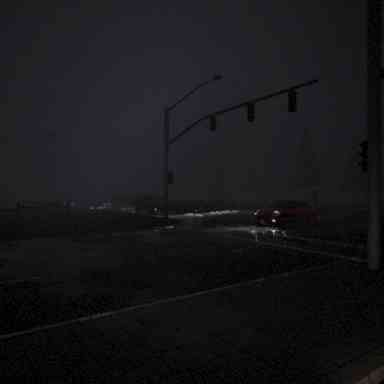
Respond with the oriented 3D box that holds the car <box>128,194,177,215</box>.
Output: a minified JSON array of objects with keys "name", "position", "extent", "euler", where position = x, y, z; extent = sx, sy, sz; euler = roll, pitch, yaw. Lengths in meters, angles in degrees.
[{"name":"car","position":[-4.221,1.226,34.797],"extent":[2.150,2.045,5.566],"euler":[0,0,-35]}]

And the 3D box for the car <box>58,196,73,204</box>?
[{"name":"car","position":[-24.322,1.447,63.868],"extent":[1.812,1.442,4.674],"euler":[0,0,-35]}]

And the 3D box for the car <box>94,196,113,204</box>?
[{"name":"car","position":[-17.891,1.498,66.881],"extent":[2.128,1.511,4.902],"euler":[0,0,-35]}]

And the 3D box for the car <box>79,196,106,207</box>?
[{"name":"car","position":[-15.139,1.529,50.512],"extent":[1.812,1.442,4.674],"euler":[0,0,-35]}]

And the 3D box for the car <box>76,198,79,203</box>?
[{"name":"car","position":[-21.446,1.585,65.863],"extent":[1.994,1.385,4.181],"euler":[0,0,-35]}]

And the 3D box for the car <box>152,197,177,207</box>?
[{"name":"car","position":[-4.491,1.533,53.590],"extent":[1.812,1.442,4.674],"euler":[0,0,-35]}]

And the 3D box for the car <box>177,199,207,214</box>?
[{"name":"car","position":[-1.063,1.553,36.386],"extent":[2.033,1.411,5.357],"euler":[0,0,-35]}]

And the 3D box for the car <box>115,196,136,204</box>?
[{"name":"car","position":[-13.367,1.550,66.496],"extent":[2.033,1.411,5.357],"euler":[0,0,-35]}]

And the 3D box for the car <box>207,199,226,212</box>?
[{"name":"car","position":[1.531,1.570,38.788],"extent":[1.994,1.385,4.181],"euler":[0,0,-35]}]

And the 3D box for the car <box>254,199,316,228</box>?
[{"name":"car","position":[6.309,1.339,22.508],"extent":[4.553,1.767,2.097],"euler":[0,0,-36]}]

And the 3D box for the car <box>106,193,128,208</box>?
[{"name":"car","position":[-10.373,1.227,49.771],"extent":[2.150,2.045,5.566],"euler":[0,0,-35]}]

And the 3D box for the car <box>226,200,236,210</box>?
[{"name":"car","position":[3.633,1.571,41.899],"extent":[1.994,1.385,4.181],"euler":[0,0,-35]}]
